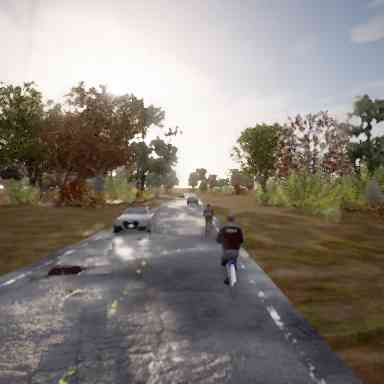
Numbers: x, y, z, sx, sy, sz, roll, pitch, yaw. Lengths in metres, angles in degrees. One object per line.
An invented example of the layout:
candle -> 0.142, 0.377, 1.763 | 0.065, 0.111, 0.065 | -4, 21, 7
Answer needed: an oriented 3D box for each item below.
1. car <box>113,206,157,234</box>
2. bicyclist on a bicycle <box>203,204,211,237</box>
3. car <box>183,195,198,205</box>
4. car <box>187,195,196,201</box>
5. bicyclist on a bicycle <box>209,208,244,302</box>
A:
car -> -3.105, 1.517, 18.873 | 1.994, 1.385, 4.181 | 0, 0, 0
bicyclist on a bicycle -> 0.823, 1.413, 16.321 | 0.582, 1.620, 1.656 | 0, 0, 0
car -> 0.082, 1.333, 55.988 | 2.128, 1.511, 4.902 | 0, 0, 0
car -> -0.024, 1.372, 73.740 | 1.895, 1.301, 4.718 | 0, 0, 0
bicyclist on a bicycle -> 0.824, 1.353, 7.348 | 0.659, 1.776, 1.843 | 0, 0, 0
